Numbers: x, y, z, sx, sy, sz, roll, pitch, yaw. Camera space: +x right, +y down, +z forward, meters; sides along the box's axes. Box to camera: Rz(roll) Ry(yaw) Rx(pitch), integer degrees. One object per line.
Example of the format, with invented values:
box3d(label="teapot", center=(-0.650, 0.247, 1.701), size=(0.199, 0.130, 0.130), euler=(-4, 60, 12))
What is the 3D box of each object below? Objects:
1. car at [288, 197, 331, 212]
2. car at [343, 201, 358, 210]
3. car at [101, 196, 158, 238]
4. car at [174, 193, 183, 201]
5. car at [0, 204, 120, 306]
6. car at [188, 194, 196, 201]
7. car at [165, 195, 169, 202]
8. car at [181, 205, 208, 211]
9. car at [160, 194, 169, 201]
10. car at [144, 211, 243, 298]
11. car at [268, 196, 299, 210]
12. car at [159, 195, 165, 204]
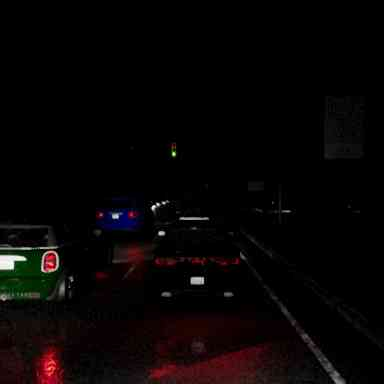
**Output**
box3d(label="car", center=(13.725, 1.543, 38.289), size=(4.181, 1.385, 1.994), euler=(0, 0, 3))
box3d(label="car", center=(20.547, 1.540, 41.411), size=(4.181, 1.385, 1.994), euler=(0, 0, 3))
box3d(label="car", center=(-3.411, 1.212, 17.804), size=(2.150, 2.045, 5.566), euler=(0, 0, 1))
box3d(label="car", center=(-3.460, 1.172, 85.560), size=(2.150, 2.045, 5.566), euler=(0, 0, 0))
box3d(label="car", center=(-3.397, 1.348, 8.186), size=(2.097, 1.767, 4.553), euler=(0, 0, 0))
box3d(label="car", center=(0.040, 1.301, 85.881), size=(2.097, 1.767, 4.553), euler=(0, 0, 0))
box3d(label="car", center=(-6.965, 1.437, 75.297), size=(1.882, 1.535, 5.008), euler=(0, 0, 0))
box3d(label="car", center=(0.109, 1.482, 18.227), size=(2.128, 1.511, 4.902), euler=(0, 0, 0))
box3d(label="car", center=(-6.960, 1.412, 85.322), size=(1.882, 1.535, 5.008), euler=(0, 0, 0))
box3d(label="car", center=(0.104, 1.473, 8.583), size=(1.882, 1.535, 5.008), euler=(0, 0, 0))
box3d(label="car", center=(11.965, 1.329, 41.896), size=(4.553, 1.767, 2.097), euler=(0, 0, 3))
box3d(label="car", center=(-7.001, 1.512, 65.488), size=(2.033, 1.411, 5.357), euler=(0, 0, 1))
